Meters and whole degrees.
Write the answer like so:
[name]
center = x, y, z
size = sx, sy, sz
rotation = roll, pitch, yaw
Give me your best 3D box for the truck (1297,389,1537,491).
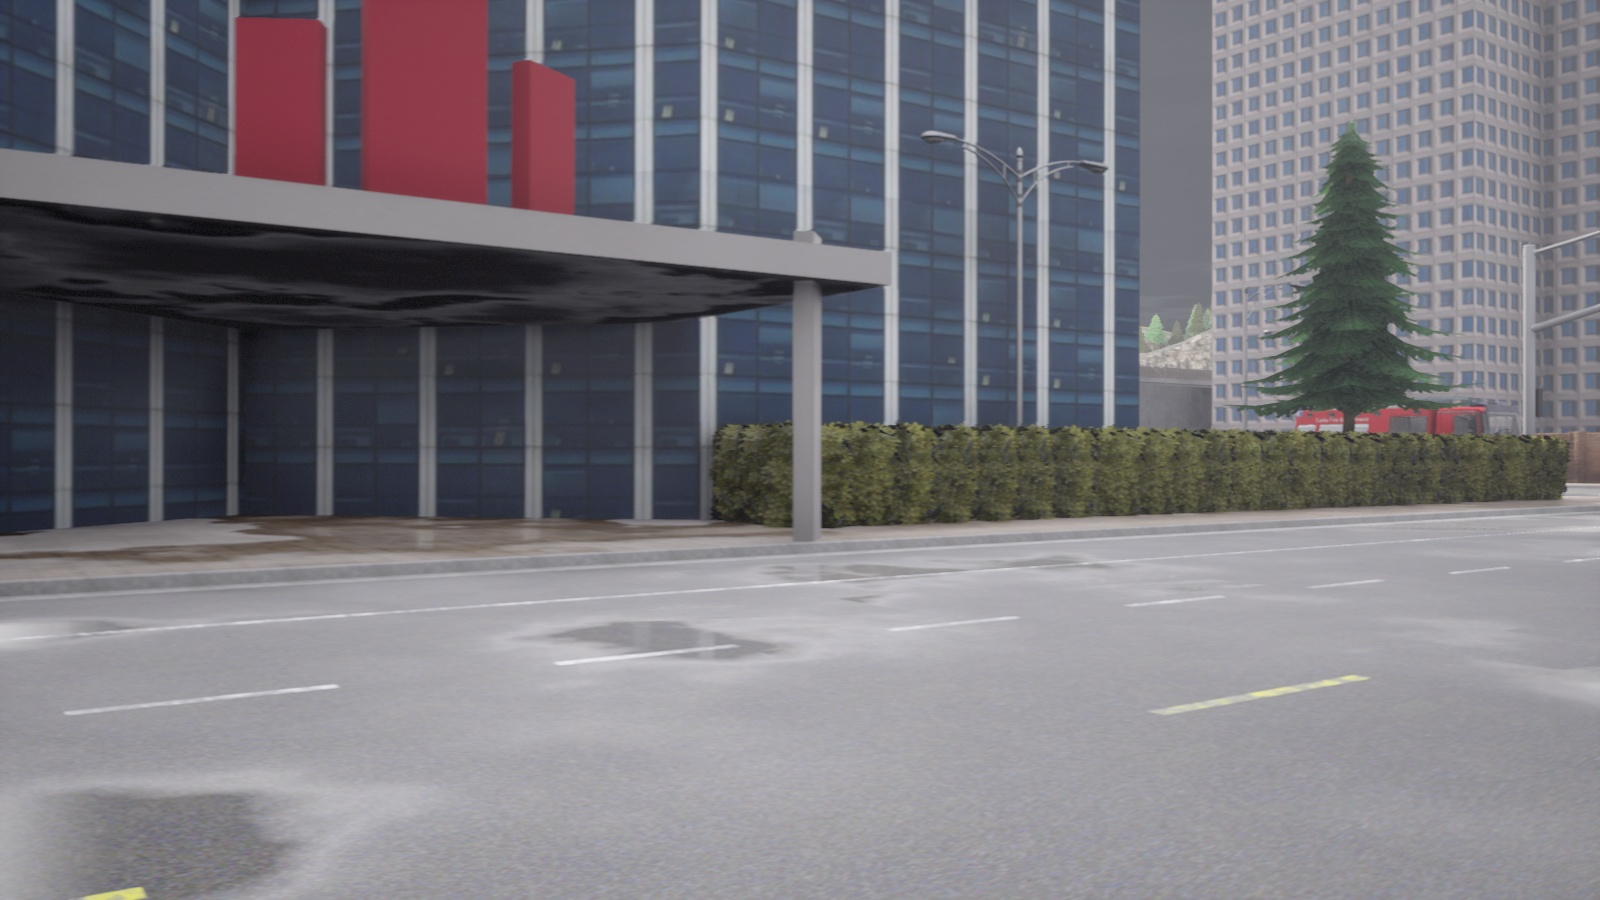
[truck]
center = 24.976, -0.347, 51.382
size = 2.891, 3.827, 8.468
rotation = 0, 0, -34
